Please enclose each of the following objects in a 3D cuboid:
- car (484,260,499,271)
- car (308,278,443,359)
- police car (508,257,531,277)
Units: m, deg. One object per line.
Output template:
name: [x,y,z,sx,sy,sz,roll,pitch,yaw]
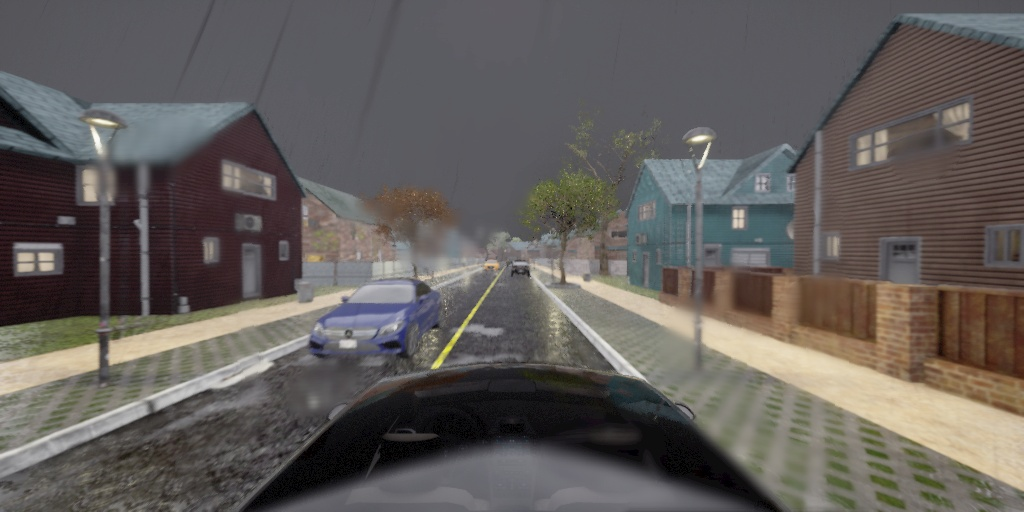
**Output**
car: [-2.826,1.281,50.114,1.882,1.535,5.008,0,0,0]
car: [-2.849,1.273,8.554,1.812,1.442,4.674,0,0,0]
police car: [0.822,1.194,35.847,1.930,1.638,5.238,0,0,0]
